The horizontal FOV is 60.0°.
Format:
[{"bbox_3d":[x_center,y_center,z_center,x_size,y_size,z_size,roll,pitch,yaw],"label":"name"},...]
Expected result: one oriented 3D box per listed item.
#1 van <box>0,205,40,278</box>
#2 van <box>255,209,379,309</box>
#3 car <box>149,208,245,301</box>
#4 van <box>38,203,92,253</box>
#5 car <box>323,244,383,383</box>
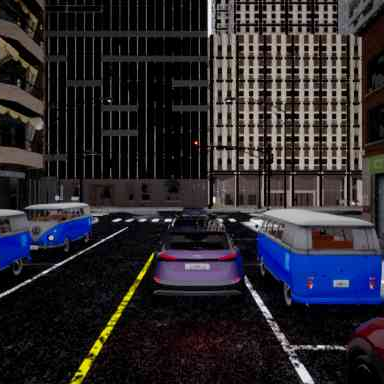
[{"bbox_3d":[-5.306,1.343,7.585,1.690,1.788,3.998,0,0,0],"label":"van"},{"bbox_3d":[2.574,1.343,7.586,1.690,1.788,3.998,0,0,0],"label":"van"},{"bbox_3d":[0.105,1.432,8.343,2.033,1.649,4.856,0,0,0],"label":"car"},{"bbox_3d":[-5.303,1.345,13.274,1.690,1.788,3.998,0,0,0],"label":"van"},{"bbox_3d":[2.570,1.440,1.895,1.967,1.590,4.097,0,0,0],"label":"car"}]
